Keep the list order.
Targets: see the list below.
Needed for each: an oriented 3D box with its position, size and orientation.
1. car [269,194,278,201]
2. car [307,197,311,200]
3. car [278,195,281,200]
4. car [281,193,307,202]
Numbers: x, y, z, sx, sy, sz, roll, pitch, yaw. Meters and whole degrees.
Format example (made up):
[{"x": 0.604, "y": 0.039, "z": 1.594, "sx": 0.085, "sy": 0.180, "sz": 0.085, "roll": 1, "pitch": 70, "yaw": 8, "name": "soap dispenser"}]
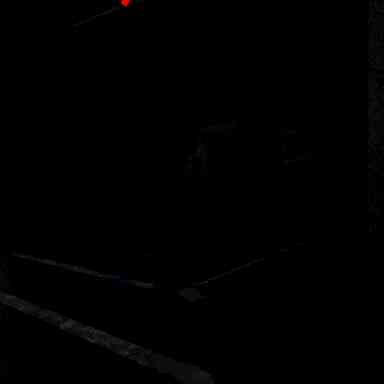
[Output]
[{"x": 16.896, "y": 1.113, "z": 77.437, "sx": 4.605, "sy": 1.855, "sz": 1.932, "roll": 0, "pitch": 0, "yaw": 35, "name": "car"}, {"x": 23.866, "y": 1.378, "z": 72.608, "sx": 3.806, "sy": 1.475, "sz": 1.970, "roll": 0, "pitch": 0, "yaw": 35, "name": "car"}, {"x": 24.618, "y": 1.315, "z": 87.237, "sx": 4.514, "sy": 1.523, "sz": 2.007, "roll": 0, "pitch": 0, "yaw": 35, "name": "car"}, {"x": 21.460, "y": 1.093, "z": 70.234, "sx": 3.866, "sy": 1.878, "sz": 1.905, "roll": 0, "pitch": 0, "yaw": 35, "name": "car"}]
